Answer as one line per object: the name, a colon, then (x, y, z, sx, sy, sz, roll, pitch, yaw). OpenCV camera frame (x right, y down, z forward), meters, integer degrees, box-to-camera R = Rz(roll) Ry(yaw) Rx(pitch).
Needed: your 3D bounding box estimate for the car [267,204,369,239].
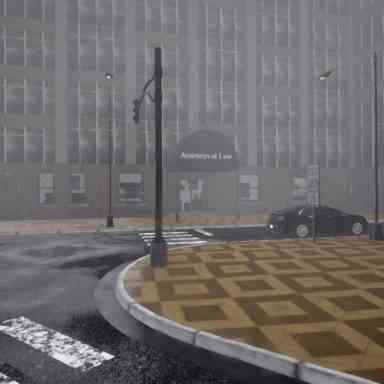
car: (6.022, 1.321, 15.944, 4.892, 1.490, 1.837, 0, 0, -14)
